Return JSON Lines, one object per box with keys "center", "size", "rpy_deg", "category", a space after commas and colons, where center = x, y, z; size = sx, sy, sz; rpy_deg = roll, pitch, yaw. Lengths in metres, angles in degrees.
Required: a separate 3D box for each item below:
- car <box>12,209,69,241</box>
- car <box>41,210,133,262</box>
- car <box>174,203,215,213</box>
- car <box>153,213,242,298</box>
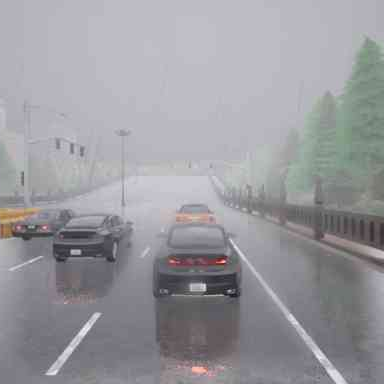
{"center": [-6.868, 1.547, 16.751], "size": [2.033, 1.411, 5.357], "rpy_deg": [0, 0, 0], "category": "car"}
{"center": [-3.376, 1.505, 12.092], "size": [1.837, 1.490, 4.892], "rpy_deg": [0, 0, 0], "category": "car"}
{"center": [0.133, 1.352, 17.536], "size": [2.097, 1.767, 4.553], "rpy_deg": [0, 0, 0], "category": "car"}
{"center": [0.116, 1.505, 8.522], "size": [1.837, 1.490, 4.892], "rpy_deg": [0, 0, 0], "category": "car"}
